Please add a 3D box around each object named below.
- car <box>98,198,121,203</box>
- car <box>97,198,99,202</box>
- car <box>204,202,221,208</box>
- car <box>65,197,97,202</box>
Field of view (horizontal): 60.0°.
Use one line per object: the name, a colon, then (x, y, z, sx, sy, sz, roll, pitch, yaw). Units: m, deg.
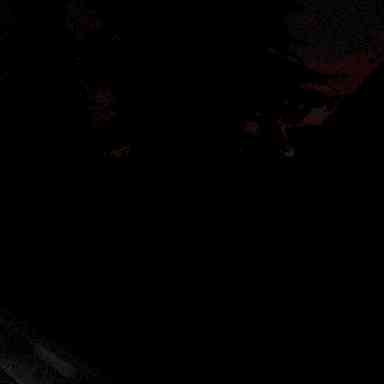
car: (-18.692, 2.520, 75.266, 3.633, 1.501, 1.845, 1, -1, -24)
car: (-22.698, 2.617, 84.420, 4.514, 1.523, 2.007, 1, -1, -24)
car: (4.202, 2.795, 69.020, 3.633, 1.501, 1.845, 1, -1, -24)
car: (-19.597, 2.198, 58.483, 4.514, 1.523, 2.007, 1, -1, -24)
